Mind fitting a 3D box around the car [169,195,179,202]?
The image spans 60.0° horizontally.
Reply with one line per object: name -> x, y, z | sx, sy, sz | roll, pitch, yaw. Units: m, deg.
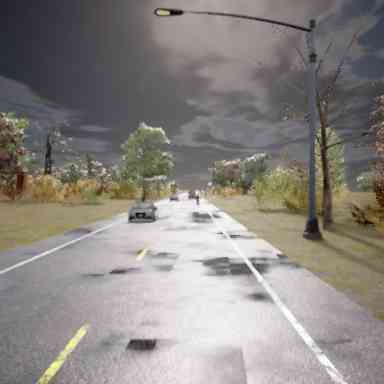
car -> -3.508, 1.225, 66.713 | 2.033, 1.411, 5.357 | 0, 0, 0

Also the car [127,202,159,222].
car -> -3.598, 1.455, 25.291 | 1.994, 1.385, 4.181 | 0, 0, 0

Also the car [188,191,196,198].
car -> -0.006, 0.633, 92.857 | 2.150, 2.045, 5.566 | 0, 0, 0

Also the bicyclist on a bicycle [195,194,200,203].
bicyclist on a bicycle -> 0.959, 1.208, 53.192 | 0.582, 1.620, 1.656 | 0, 0, 0

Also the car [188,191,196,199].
car -> -0.004, 1.094, 79.341 | 1.895, 1.301, 4.718 | 0, 0, 0

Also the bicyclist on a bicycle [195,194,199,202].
bicyclist on a bicycle -> 0.957, 1.137, 63.453 | 0.866, 1.612, 1.509 | 0, 0, 0
